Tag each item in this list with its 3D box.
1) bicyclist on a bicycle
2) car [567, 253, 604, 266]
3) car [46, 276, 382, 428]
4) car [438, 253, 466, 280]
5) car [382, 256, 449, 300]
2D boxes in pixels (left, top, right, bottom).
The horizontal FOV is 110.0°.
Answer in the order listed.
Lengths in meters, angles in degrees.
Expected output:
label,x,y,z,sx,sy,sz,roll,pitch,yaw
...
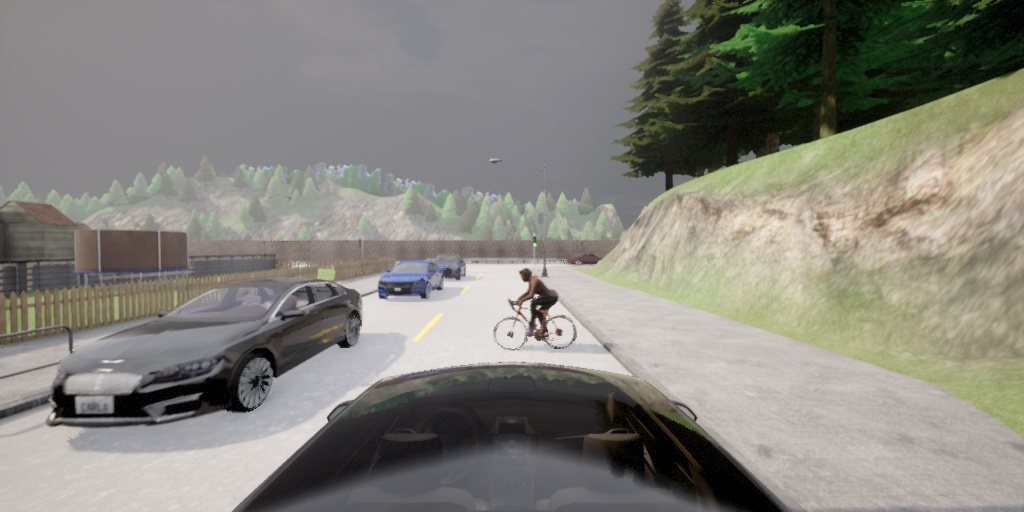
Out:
label,x,y,z,sx,sy,sz,roll,pitch,yaw
bicyclist on a bicycle,0.445,1.066,7.069,1.656,1.620,0.582,-2,1,-1
car,8.781,0.372,40.735,5.008,1.535,1.882,0,1,0
car,-4.152,1.158,5.982,2.128,1.511,4.902,0,1,-1
car,-4.314,0.630,24.026,2.097,1.767,4.553,0,1,-1
car,-4.286,0.932,15.837,1.882,1.535,5.008,0,1,-1
